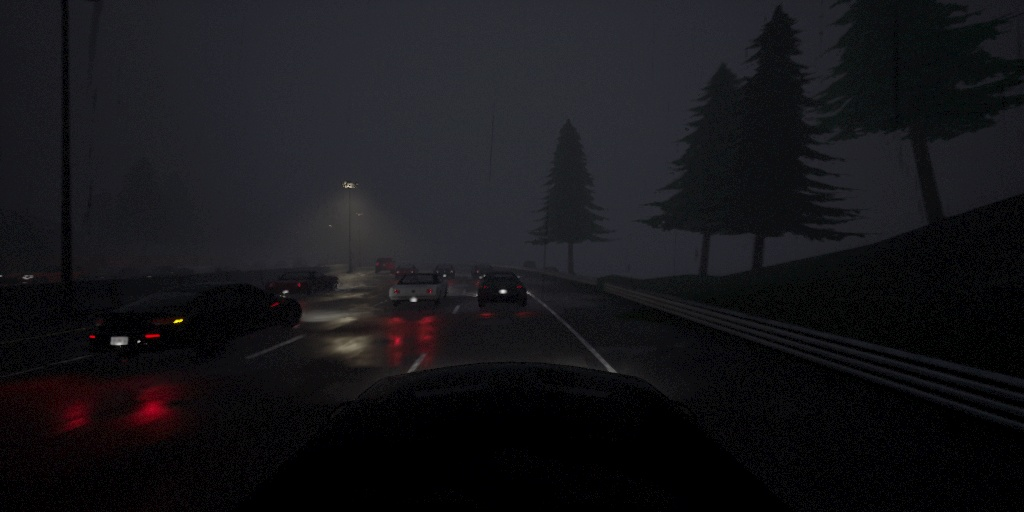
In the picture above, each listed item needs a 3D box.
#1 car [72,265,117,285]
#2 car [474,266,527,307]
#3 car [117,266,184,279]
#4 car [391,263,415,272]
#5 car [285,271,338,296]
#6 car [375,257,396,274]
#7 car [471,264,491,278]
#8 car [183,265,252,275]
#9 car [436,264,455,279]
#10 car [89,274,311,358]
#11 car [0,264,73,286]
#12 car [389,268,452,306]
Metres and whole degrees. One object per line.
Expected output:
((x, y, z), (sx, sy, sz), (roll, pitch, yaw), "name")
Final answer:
((-30.412, 1.566, 27.701), (1.812, 1.442, 4.674), (0, 0, -10), "car")
((-0.509, 1.337, 15.790), (1.994, 1.385, 4.181), (0, 0, -5), "car")
((-26.883, 1.502, 27.749), (2.128, 1.511, 4.902), (0, 0, -10), "car")
((-10.018, 1.479, 34.338), (1.895, 1.301, 4.718), (0, 0, -11), "car")
((-11.340, 1.470, 19.799), (1.895, 1.301, 4.718), (0, 0, -7), "car")
((-16.327, 1.170, 46.298), (2.150, 2.045, 5.566), (0, 0, -16), "car")
((-2.800, 1.418, 33.800), (1.895, 1.301, 4.718), (0, 0, -11), "car")
((-23.507, 1.585, 28.901), (1.895, 1.301, 4.718), (0, 0, -10), "car")
((-6.402, 1.448, 34.039), (1.895, 1.301, 4.718), (0, 0, -11), "car")
((-7.075, 1.344, 8.676), (1.812, 1.442, 4.674), (0, 0, -2), "car")
((-33.658, 1.416, 25.839), (2.097, 1.767, 4.553), (0, 0, -10), "car")
((-3.976, 1.404, 16.035), (1.895, 1.301, 4.718), (0, 0, -5), "car")
